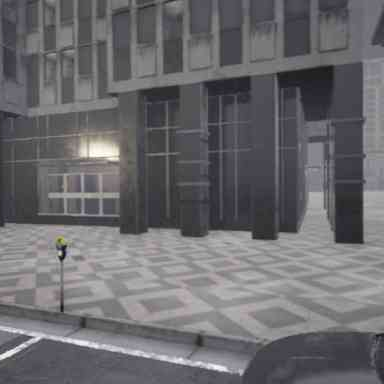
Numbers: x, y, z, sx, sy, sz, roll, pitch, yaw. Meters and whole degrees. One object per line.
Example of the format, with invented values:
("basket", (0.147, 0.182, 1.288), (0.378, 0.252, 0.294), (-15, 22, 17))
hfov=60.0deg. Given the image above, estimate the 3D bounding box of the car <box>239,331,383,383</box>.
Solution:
("car", (2.421, 1.494, 2.033), (4.403, 1.369, 2.008), (0, 1, 20))
